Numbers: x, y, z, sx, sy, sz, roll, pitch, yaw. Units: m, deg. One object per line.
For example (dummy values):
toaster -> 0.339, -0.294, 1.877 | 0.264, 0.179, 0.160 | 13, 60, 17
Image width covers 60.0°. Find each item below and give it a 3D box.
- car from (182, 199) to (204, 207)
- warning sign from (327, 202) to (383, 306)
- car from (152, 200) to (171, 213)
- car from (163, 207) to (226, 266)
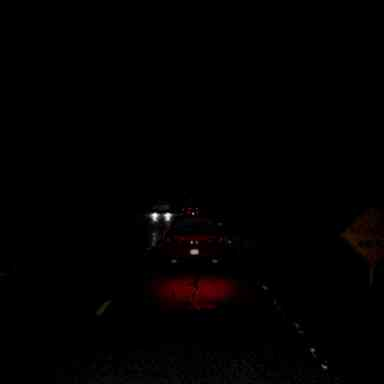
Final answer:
car -> 0.103, 1.681, 32.379 | 1.837, 1.490, 4.892 | 0, 0, 0
warning sign -> 3.563, 1.147, 6.611 | 1.300, 1.860, 1.060 | 1, 0, 0
car -> -3.583, 1.755, 39.913 | 1.812, 1.442, 4.674 | 0, 0, 0
car -> 0.080, 1.535, 11.838 | 1.882, 1.535, 5.008 | 0, 0, 0
